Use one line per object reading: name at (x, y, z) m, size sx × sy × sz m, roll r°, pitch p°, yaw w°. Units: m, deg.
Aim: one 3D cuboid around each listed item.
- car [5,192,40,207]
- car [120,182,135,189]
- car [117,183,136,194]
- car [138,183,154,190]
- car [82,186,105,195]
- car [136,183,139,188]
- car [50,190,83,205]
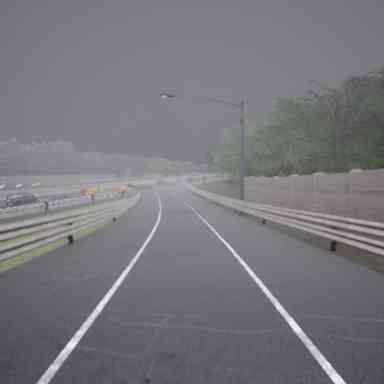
car at (-22.536, 1.129, 44.546) m, size 1.837 × 1.490 × 4.892 m, roll 0°, pitch 4°, yaw 12°
car at (-17.122, -1.734, 88.522) m, size 1.882 × 1.535 × 5.008 m, roll 0°, pitch 4°, yaw 12°
car at (-13.911, -0.531, 69.271) m, size 1.882 × 1.535 × 5.008 m, roll 0°, pitch 4°, yaw 12°
car at (-11.059, -1.310, 83.235) m, size 1.895 × 1.301 × 4.718 m, roll 0°, pitch 4°, yaw 12°
car at (-18.540, -0.177, 64.102) m, size 1.882 × 1.535 × 5.008 m, roll 0°, pitch 4°, yaw 12°
car at (-13.739, -1.617, 87.602) m, size 1.994 × 1.385 × 4.181 m, roll 0°, pitch 4°, yaw 12°
car at (-18.307, 0.902, 47.760) m, size 2.128 × 1.511 × 4.902 m, roll 0°, pitch 4°, yaw 12°
